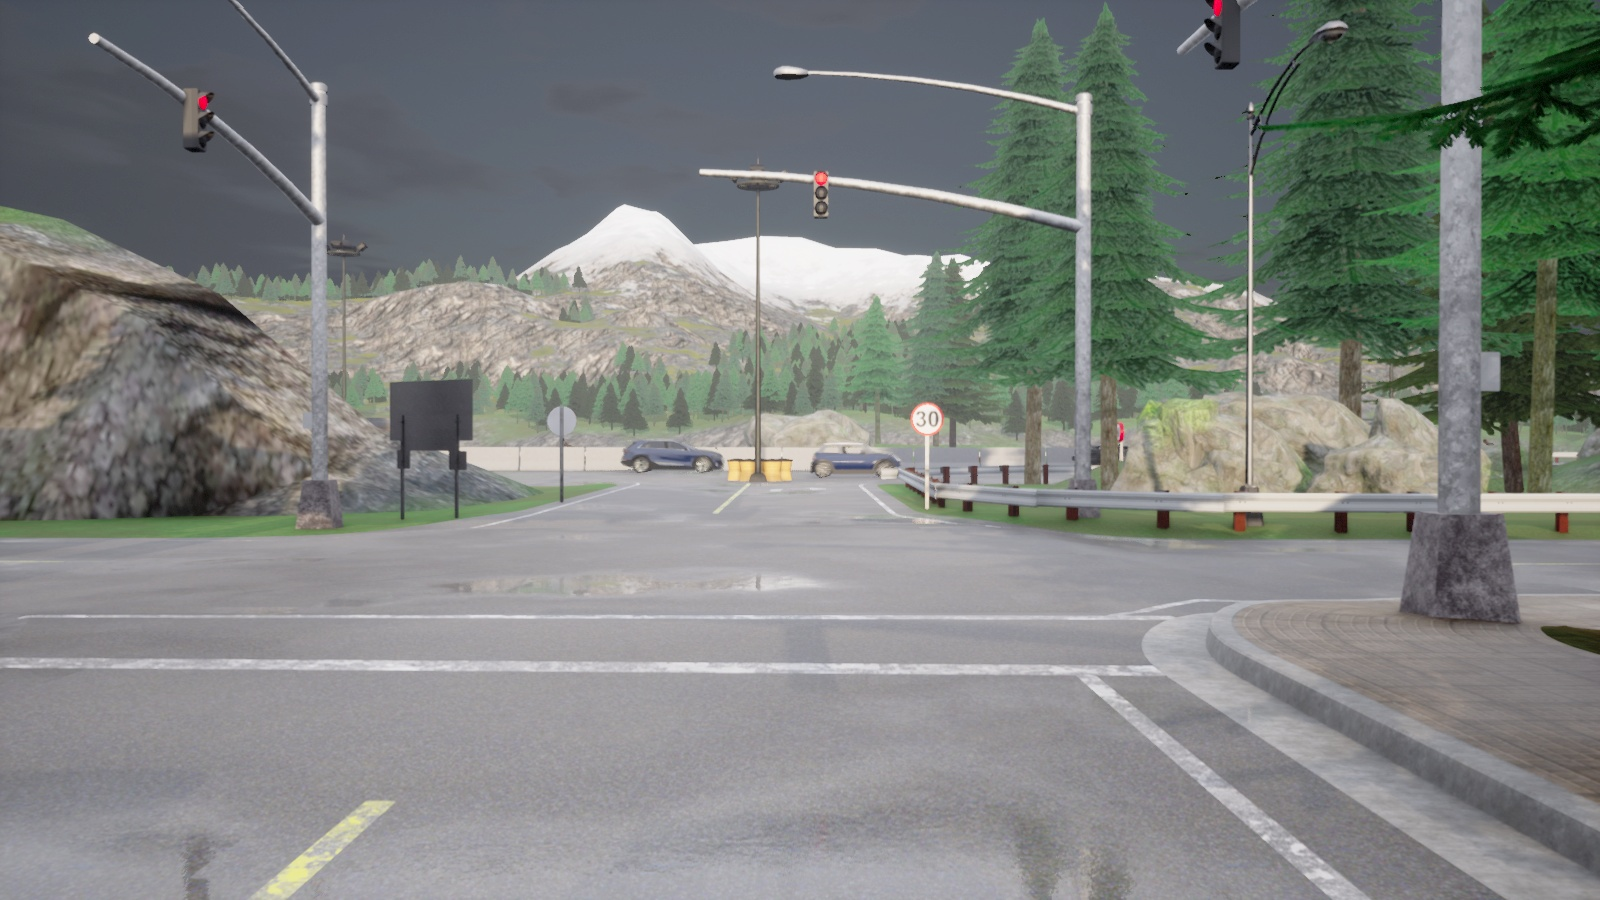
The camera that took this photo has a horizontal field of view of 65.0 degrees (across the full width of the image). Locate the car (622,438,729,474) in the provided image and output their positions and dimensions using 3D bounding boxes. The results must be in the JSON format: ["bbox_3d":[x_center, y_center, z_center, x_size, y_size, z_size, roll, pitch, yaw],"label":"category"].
[{"bbox_3d":[-5.833,0.264,59.254,4.856,1.649,2.033,1,1,0],"label":"car"}]

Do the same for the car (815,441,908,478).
[{"bbox_3d":[2.513,0.386,52.196,3.806,1.475,1.970,0,1,0],"label":"car"}]

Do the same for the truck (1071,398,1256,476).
[{"bbox_3d":[16.817,-0.597,58.157,7.936,3.462,2.891,0,1,-18],"label":"truck"}]
